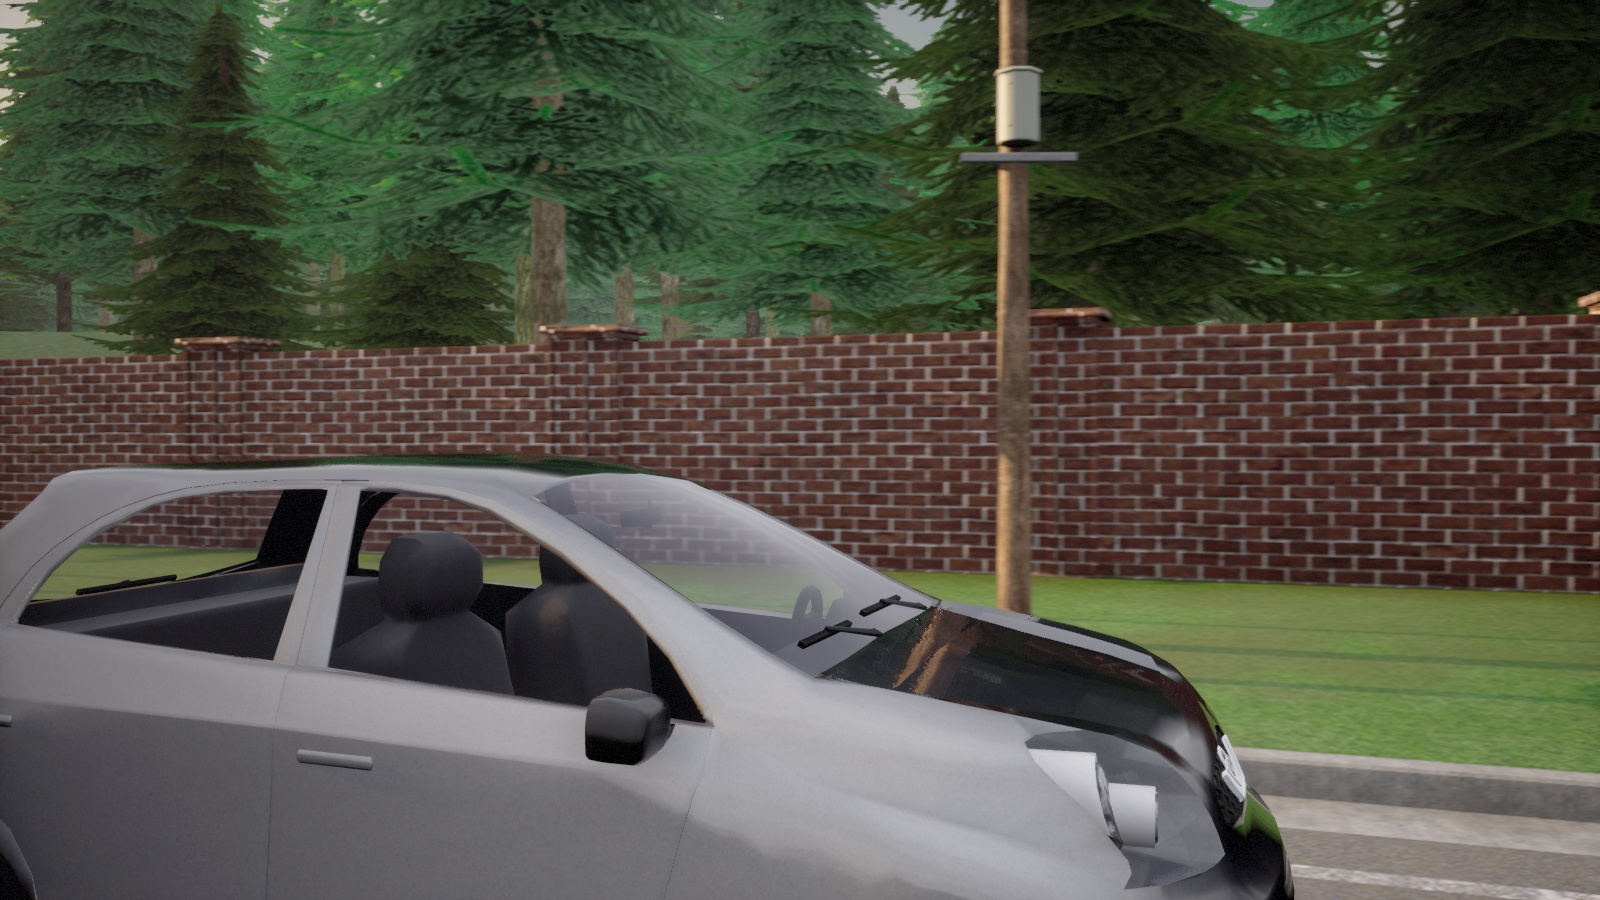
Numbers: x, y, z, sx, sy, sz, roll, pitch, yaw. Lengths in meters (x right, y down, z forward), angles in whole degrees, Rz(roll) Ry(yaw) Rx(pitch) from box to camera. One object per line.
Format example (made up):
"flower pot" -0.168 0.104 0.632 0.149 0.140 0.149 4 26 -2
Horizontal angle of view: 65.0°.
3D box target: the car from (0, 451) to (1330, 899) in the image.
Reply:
"car" -0.614 0.784 3.400 3.633 1.501 1.845 1 1 19
